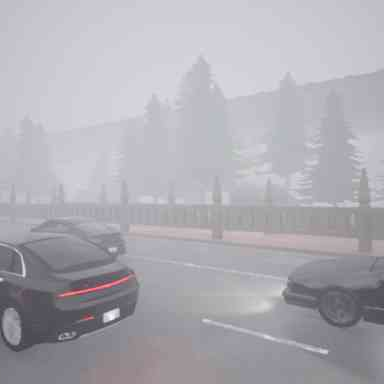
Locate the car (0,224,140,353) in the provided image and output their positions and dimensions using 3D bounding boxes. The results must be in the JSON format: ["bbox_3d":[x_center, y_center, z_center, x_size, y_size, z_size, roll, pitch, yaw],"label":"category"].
[{"bbox_3d":[-3.140,1.533,6.226,4.892,1.490,1.837,0,0,35],"label":"car"}]

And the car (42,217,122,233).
[{"bbox_3d":[-4.233,1.568,11.298,4.674,1.442,1.812,0,0,35],"label":"car"}]

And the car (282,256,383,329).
[{"bbox_3d":[4.276,1.545,5.242,5.357,1.411,2.033,0,0,35],"label":"car"}]
